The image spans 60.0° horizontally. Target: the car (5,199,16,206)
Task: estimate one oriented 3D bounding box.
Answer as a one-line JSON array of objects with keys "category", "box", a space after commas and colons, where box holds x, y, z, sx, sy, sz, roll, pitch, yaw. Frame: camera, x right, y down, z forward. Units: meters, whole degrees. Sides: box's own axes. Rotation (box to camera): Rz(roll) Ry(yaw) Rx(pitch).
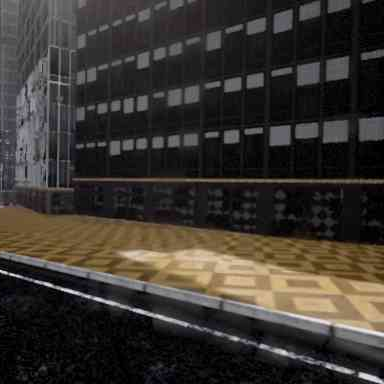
[{"category": "car", "box": [-33.930, 1.994, 65.109, 4.507, 1.381, 1.887, 1, 1, -34]}]
